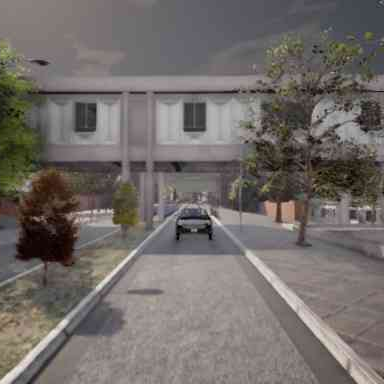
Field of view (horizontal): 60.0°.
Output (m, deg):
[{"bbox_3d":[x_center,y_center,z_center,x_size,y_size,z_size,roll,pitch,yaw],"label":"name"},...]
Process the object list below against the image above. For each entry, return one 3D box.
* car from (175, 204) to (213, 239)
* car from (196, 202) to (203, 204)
[{"bbox_3d":[0.104,1.601,17.958,2.128,1.511,4.902,0,-1,0],"label":"car"},{"bbox_3d":[0.101,2.033,36.270,1.895,1.301,4.718,0,-1,0],"label":"car"}]
